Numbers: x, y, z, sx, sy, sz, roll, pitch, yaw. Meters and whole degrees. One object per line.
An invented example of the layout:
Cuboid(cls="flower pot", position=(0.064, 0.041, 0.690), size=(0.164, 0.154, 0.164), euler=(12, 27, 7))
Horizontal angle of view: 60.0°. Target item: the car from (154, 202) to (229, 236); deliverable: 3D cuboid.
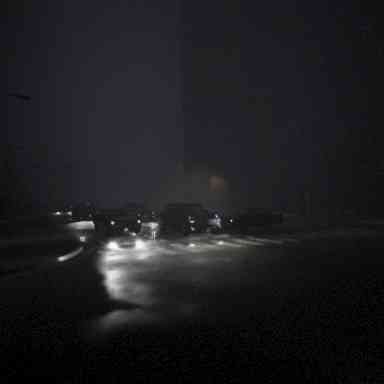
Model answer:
Cuboid(cls="car", position=(-0.201, 1.408, 19.033), size=(2.097, 1.767, 4.553), euler=(-1, 0, -28))

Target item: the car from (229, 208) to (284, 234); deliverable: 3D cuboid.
Cuboid(cls="car", position=(3.322, 1.609, 19.722), size=(4.718, 1.301, 1.895), euler=(-1, 0, -39))

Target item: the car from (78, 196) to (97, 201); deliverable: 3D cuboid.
Cuboid(cls="car", position=(-13.658, 1.604, 45.078), size=(2.097, 1.767, 4.553), euler=(-1, 0, -27))

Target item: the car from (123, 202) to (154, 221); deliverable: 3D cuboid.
Cuboid(cls="car", position=(-4.653, 1.624, 27.562), size=(1.837, 1.490, 4.892), euler=(-1, 0, -27))

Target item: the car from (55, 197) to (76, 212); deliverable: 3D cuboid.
Cuboid(cls="car", position=(-17.096, 1.840, 44.127), size=(1.837, 1.490, 4.892), euler=(-1, 0, -27))

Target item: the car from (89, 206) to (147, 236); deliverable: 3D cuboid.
Cuboid(cls="car", position=(-4.512, 1.715, 19.698), size=(1.895, 1.301, 4.718), euler=(-1, 0, -27))

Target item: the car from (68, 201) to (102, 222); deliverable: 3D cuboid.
Cuboid(cls="car", position=(-9.106, 1.746, 28.548), size=(1.994, 1.385, 4.181), euler=(-1, 0, -27))
